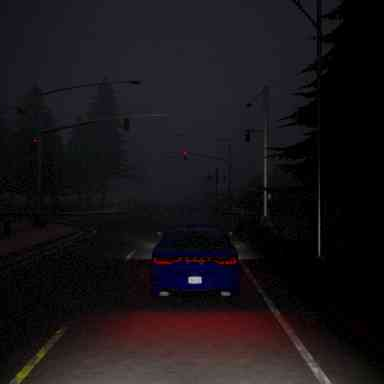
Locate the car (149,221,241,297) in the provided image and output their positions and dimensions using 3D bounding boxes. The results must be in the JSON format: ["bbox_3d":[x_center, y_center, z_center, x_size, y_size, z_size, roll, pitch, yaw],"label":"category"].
[{"bbox_3d":[0.079,1.478,8.626,1.882,1.535,5.008,0,0,1],"label":"car"}]

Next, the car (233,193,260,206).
[{"bbox_3d":[8.546,1.146,52.089,3.866,1.878,1.905,0,0,0],"label":"car"}]

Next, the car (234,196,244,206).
[{"bbox_3d":[8.956,1.144,49.578,4.605,1.855,1.932,0,0,0],"label":"car"}]
